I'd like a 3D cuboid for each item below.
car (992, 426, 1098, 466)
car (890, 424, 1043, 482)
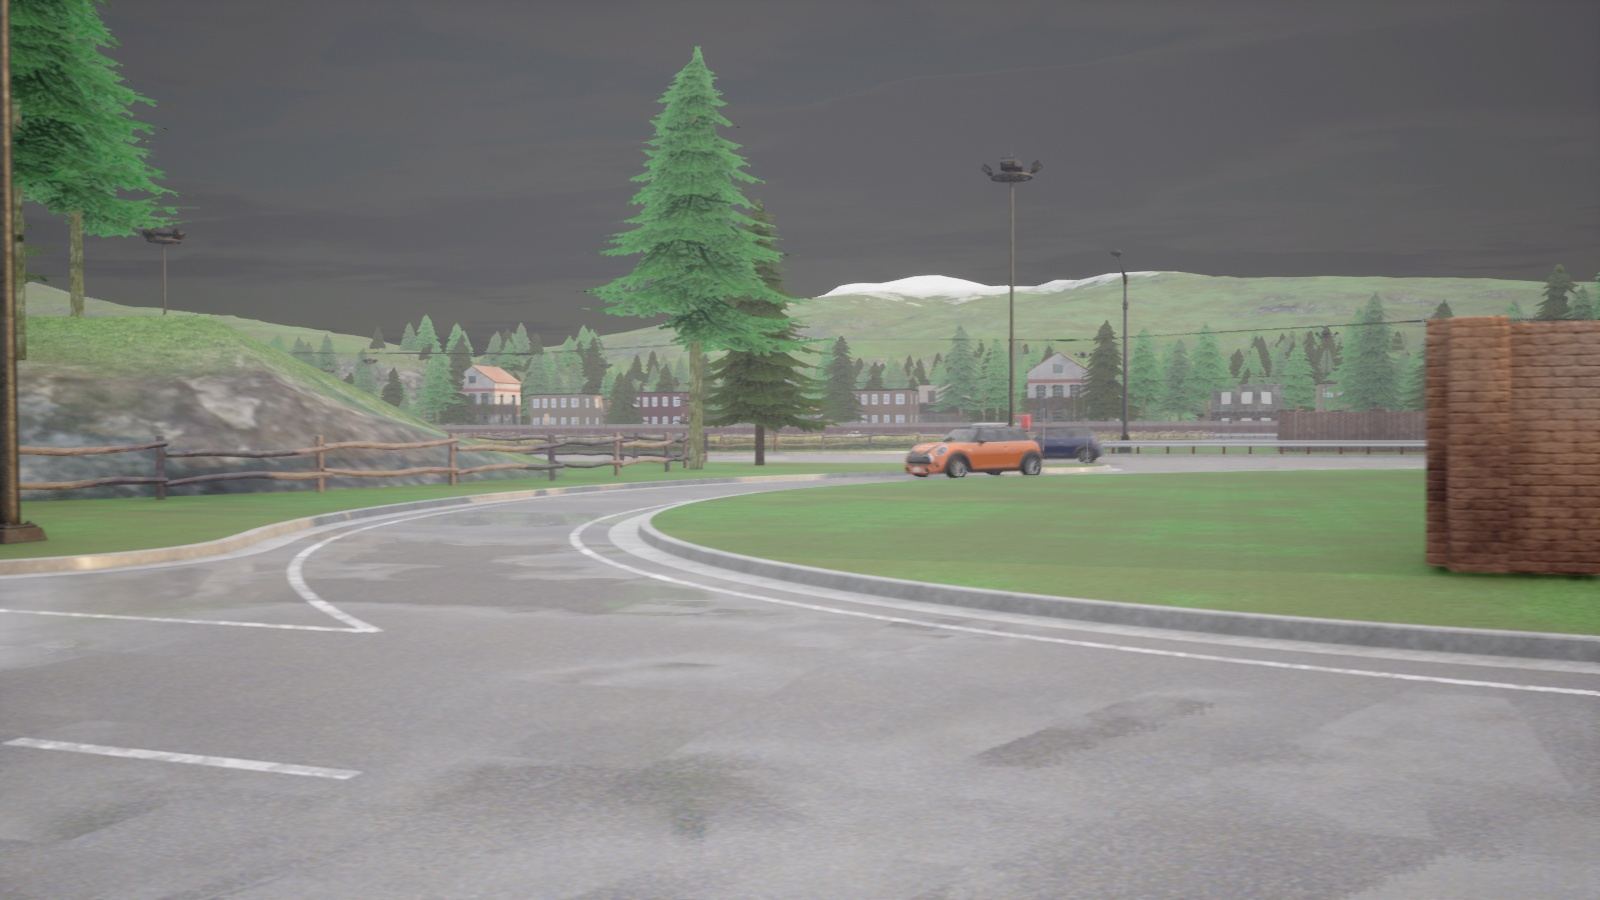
[{"bbox_3d":[11.338,-0.203,58.075,4.553,1.767,2.097,0,1,18],"label":"car"},{"bbox_3d":[5.393,0.057,40.483,4.553,1.767,2.097,0,1,-31],"label":"car"}]
